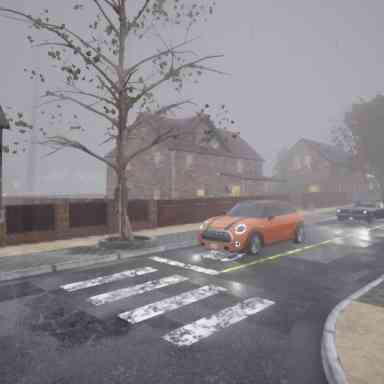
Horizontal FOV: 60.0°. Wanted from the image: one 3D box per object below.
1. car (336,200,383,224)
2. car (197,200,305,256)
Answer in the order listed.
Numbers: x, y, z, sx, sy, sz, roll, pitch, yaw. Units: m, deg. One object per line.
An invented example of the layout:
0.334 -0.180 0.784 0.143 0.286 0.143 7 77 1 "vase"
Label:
10.664 1.165 20.575 4.718 1.301 1.895 -1 2 -45 "car"
2.295 1.119 12.266 4.553 1.767 2.097 -1 2 -45 "car"
